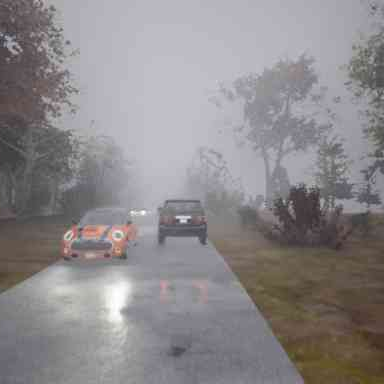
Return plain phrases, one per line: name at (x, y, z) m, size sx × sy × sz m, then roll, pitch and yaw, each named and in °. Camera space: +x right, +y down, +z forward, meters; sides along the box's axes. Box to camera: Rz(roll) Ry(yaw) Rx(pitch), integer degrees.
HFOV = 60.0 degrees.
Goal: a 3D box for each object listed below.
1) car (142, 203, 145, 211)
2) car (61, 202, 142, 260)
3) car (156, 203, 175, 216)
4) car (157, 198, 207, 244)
car at (-8.638, 2.354, 54.377) m, size 1.895 × 1.301 × 4.718 m, roll 0°, pitch -2°, yaw -10°
car at (-3.285, 1.412, 12.610) m, size 2.097 × 1.767 × 4.553 m, roll 0°, pitch 0°, yaw -3°
car at (-3.218, 2.053, 39.917) m, size 1.895 × 1.301 × 4.718 m, roll 0°, pitch -1°, yaw -9°
car at (-0.540, 1.319, 16.466) m, size 2.150 × 2.045 × 5.566 m, roll 0°, pitch -1°, yaw -4°
